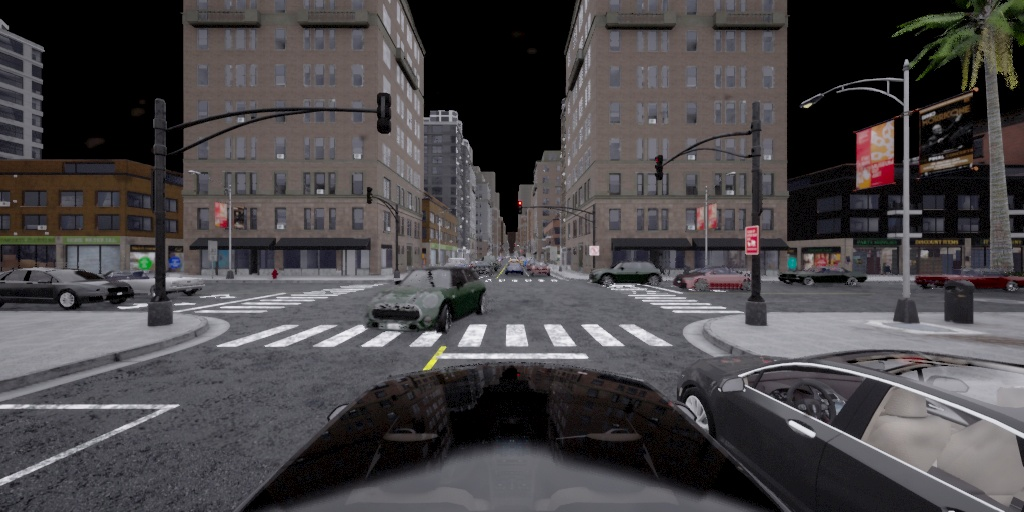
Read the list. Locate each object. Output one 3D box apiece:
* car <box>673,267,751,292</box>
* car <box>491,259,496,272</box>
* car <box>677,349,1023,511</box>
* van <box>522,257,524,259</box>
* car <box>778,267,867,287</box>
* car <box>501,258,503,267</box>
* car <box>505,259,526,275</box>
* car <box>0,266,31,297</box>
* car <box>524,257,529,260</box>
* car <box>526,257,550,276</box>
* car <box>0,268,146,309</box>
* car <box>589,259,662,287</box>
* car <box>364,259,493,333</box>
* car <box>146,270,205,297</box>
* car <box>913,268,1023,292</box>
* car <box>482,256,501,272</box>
[{"bbox_3d":[11.776,1.329,21.001,4.181,1.385,1.994,0,0,-1],"label":"car"},{"bbox_3d":[-2.948,1.316,36.619,1.994,1.385,4.181,0,0,0],"label":"car"},{"bbox_3d":[2.669,1.300,2.293,2.007,1.370,4.403,0,0,0],"label":"car"},{"bbox_3d":[2.929,1.093,59.620,1.690,1.789,3.998,0,0,0],"label":"van"},{"bbox_3d":[20.898,1.377,24.308,4.718,1.301,1.895,0,0,0],"label":"car"},{"bbox_3d":[-2.852,1.353,55.718,1.895,1.301,4.718,0,0,0],"label":"car"},{"bbox_3d":[0.255,1.316,40.084,1.994,1.385,4.181,0,0,0],"label":"car"},{"bbox_3d":[-26.883,1.235,17.366,4.674,1.442,1.812,0,0,0],"label":"car"},{"bbox_3d":[2.876,1.192,48.281,1.967,1.591,4.097,0,0,0],"label":"car"},{"bbox_3d":[2.822,1.191,36.943,1.967,1.591,4.097,0,0,0],"label":"car"},{"bbox_3d":[-17.937,1.232,14.161,4.892,1.490,1.837,0,0,0],"label":"car"},{"bbox_3d":[7.597,1.106,24.240,4.553,1.767,2.097,0,0,0],"label":"car"},{"bbox_3d":[-2.335,1.105,10.822,2.097,1.767,4.553,0,0,14],"label":"car"},{"bbox_3d":[-17.896,1.324,17.410,4.718,1.301,1.895,0,0,0],"label":"car"},{"bbox_3d":[26.824,1.392,21.087,4.718,1.301,1.895,0,0,0],"label":"car"},{"bbox_3d":[-2.900,0.974,45.927,2.150,2.045,5.566,0,0,0],"label":"car"}]
